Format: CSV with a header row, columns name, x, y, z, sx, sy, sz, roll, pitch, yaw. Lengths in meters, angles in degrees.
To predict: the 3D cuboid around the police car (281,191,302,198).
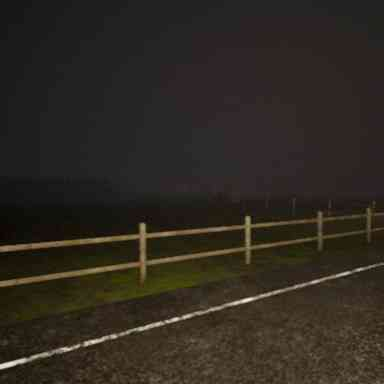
name,x,y,z,sx,sy,sz,roll,pitch,yaw
police car,22.161,0.476,73.965,2.038,1.542,4.974,1,1,-32
